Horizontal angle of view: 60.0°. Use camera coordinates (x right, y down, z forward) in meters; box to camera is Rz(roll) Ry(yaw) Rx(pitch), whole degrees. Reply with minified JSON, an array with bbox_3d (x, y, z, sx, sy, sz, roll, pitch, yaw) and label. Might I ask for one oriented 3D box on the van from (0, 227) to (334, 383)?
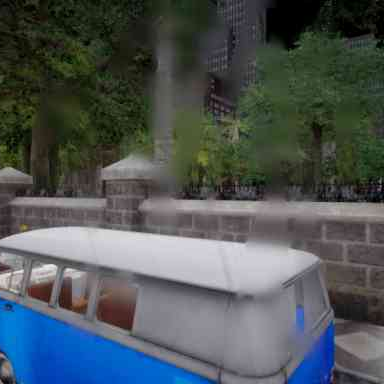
[{"bbox_3d":[-0.648,1.341,3.427,3.998,1.788,1.690,0,0,36],"label":"van"}]
